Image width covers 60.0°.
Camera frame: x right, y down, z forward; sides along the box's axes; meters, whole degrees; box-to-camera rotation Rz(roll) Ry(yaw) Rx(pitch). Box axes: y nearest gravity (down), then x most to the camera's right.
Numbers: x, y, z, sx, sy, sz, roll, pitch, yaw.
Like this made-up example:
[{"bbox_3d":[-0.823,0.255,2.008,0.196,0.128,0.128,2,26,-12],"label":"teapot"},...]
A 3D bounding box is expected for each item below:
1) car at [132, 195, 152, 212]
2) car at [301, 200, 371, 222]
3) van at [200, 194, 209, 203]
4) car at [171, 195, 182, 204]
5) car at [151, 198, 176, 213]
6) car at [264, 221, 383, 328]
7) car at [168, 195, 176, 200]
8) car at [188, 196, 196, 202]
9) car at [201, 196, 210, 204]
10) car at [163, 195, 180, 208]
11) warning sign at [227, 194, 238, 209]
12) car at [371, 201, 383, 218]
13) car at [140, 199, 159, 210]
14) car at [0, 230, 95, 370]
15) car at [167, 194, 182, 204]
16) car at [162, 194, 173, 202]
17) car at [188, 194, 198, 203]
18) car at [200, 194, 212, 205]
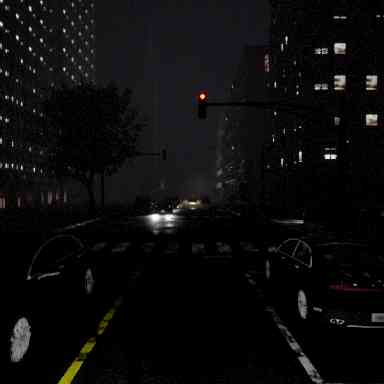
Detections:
[{"bbox_3d":[-5.696,1.336,39.299,2.192,1.841,5.009,0,0,0],"label":"car"},{"bbox_3d":[10.091,1.410,23.973,4.181,1.385,1.994,-1,0,4],"label":"car"},{"bbox_3d":[2.681,1.402,72.438,1.690,1.788,3.998,0,0,0],"label":"van"},{"bbox_3d":[-3.039,1.404,66.373,2.097,1.767,4.553,0,0,0],"label":"car"},{"bbox_3d":[-3.093,1.620,37.150,1.895,1.301,4.718,0,0,-1],"label":"car"},{"bbox_3d":[2.688,1.551,6.912,2.008,1.369,4.403,0,0,0],"label":"car"},{"bbox_3d":[-5.702,1.654,94.528,2.008,1.369,4.403,0,0,0],"label":"car"},{"bbox_3d":[-0.008,1.668,78.905,1.895,1.301,4.718,0,0,0],"label":"car"},{"bbox_3d":[2.682,1.578,67.084,1.752,1.417,4.829,0,0,0],"label":"car"},{"bbox_3d":[-3.104,1.554,46.263,1.812,1.442,4.674,0,0,0],"label":"car"},{"bbox_3d":[5.065,1.139,41.425,1.300,1.860,1.060,0,0,0],"label":"warning sign"},{"bbox_3d":[13.423,1.350,26.319,4.403,1.369,2.008,-1,1,-1],"label":"car"},{"bbox_3d":[-5.697,1.592,44.822,1.947,1.339,4.313,0,0,0],"label":"car"},{"bbox_3d":[-3.116,1.507,5.764,1.837,1.490,4.892,0,-1,0],"label":"car"},{"bbox_3d":[-3.090,1.564,55.918,1.812,1.442,4.674,0,0,0],"label":"car"},{"bbox_3d":[-5.700,1.386,77.959,2.192,1.841,5.009,0,0,0],"label":"car"},{"bbox_3d":[0.091,1.656,68.903,1.895,1.301,4.718,0,0,0],"label":"car"},{"bbox_3d":[2.683,1.611,61.391,1.947,1.339,4.313,0,0,0],"label":"car"}]
